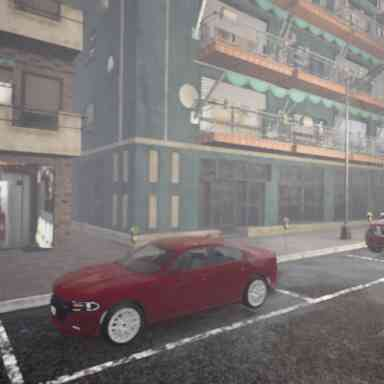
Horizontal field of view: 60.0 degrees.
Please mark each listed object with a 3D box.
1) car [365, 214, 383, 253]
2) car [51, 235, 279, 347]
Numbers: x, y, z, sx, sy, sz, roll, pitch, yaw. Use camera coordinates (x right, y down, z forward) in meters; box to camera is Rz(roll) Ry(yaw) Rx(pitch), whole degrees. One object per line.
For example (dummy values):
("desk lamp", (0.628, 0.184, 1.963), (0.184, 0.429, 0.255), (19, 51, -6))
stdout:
("car", (8.726, 1.376, 12.767), (5.009, 1.841, 2.192), (0, 1, -35))
("car", (-0.270, 1.558, 6.354), (4.507, 1.381, 1.887), (0, 1, -35))
